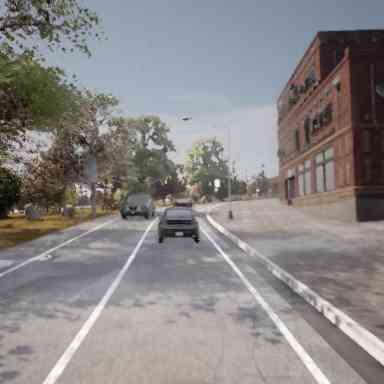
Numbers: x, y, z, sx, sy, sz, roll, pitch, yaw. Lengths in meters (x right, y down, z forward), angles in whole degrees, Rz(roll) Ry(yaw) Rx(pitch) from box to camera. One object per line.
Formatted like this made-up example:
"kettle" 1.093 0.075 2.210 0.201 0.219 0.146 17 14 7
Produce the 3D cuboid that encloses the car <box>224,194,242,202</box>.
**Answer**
"car" 8.358 1.254 67.536 2.128 1.511 4.902 -4 -1 36

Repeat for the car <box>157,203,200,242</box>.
"car" -0.669 1.508 16.413 1.837 1.490 4.892 0 0 -3

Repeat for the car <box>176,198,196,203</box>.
"car" -0.699 1.391 34.606 1.882 1.535 5.008 -1 0 5

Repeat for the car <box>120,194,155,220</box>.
"car" -4.467 1.189 28.111 2.150 2.045 5.566 0 0 1
